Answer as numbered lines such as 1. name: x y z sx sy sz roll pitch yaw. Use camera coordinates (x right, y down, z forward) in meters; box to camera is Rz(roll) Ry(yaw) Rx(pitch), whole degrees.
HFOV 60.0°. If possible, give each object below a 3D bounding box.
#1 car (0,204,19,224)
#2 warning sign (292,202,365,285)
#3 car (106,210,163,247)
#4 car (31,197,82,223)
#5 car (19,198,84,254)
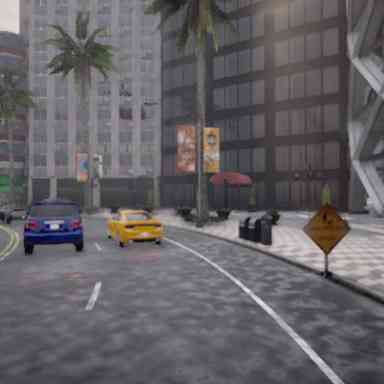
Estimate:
1. car: -14.961 1.788 27.714 4.902 1.511 2.128 0 -1 43
2. warning sign: 3.317 1.186 8.219 1.300 1.860 1.060 0 -1 -9
3. car: -2.935 1.638 16.277 1.882 1.535 5.008 0 0 -23
4. car: -12.335 1.528 30.071 5.566 2.045 2.150 0 -1 44
5. car: -6.002 1.369 14.605 2.150 2.045 5.566 0 0 -22
